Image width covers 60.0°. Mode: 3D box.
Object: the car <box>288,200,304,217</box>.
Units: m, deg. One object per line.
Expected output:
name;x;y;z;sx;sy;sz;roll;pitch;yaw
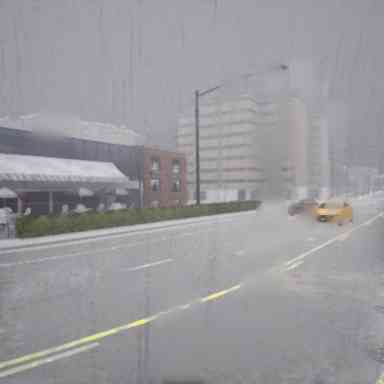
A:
car;9.758;1.367;28.400;1.994;1.385;4.181;-1;0;36

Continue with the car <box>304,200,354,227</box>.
car;9.164;1.303;21.614;1.882;1.535;5.008;-1;0;36
